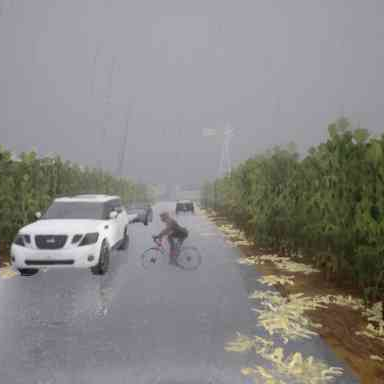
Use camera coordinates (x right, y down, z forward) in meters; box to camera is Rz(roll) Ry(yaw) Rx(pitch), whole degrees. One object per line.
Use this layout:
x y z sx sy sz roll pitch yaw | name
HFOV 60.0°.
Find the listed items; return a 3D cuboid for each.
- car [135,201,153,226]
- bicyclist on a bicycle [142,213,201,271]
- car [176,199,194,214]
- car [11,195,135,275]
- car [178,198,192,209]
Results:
-3.685 1.376 22.202 2.128 1.511 4.902 0 -1 -1 | car
-0.581 1.391 9.156 1.656 1.620 0.582 -2 1 -1 | bicyclist on a bicycle
-0.763 1.531 36.427 1.882 1.535 5.008 0 0 -1 | car
-3.416 1.141 10.545 2.150 2.045 5.566 0 0 -1 | car
-1.060 1.646 48.496 1.994 1.385 4.181 0 0 -1 | car
